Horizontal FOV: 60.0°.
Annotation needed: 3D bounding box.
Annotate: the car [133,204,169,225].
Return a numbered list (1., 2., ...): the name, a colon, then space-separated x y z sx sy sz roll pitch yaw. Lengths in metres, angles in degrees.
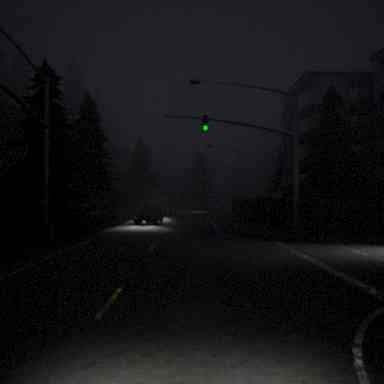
1. car: -3.527 1.914 28.038 2.033 1.411 5.357 0 -1 3

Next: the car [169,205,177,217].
1. car: -3.016 2.097 38.032 1.895 1.301 4.718 0 -1 8

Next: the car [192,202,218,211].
1. car: 2.147 2.229 52.202 2.033 1.411 5.357 -1 -1 35
